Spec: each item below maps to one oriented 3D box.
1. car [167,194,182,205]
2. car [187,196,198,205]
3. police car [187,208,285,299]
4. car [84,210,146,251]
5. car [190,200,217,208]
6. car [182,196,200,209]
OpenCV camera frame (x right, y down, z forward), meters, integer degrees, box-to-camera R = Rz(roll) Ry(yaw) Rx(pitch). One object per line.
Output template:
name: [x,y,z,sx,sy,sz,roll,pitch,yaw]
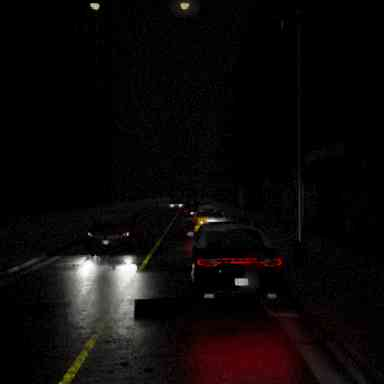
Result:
car: [-2.981,1.328,63.767,2.150,2.045,5.566,0,0,0]
car: [0.018,1.574,60.343,1.882,1.535,5.008,0,0,0]
police car: [0.903,1.430,8.619,1.930,1.638,5.238,0,0,0]
car: [-3.096,1.534,14.251,1.812,1.442,4.674,0,0,0]
car: [0.905,1.469,18.701,1.801,1.575,5.366,0,0,0]
car: [0.030,1.414,46.599,2.097,1.767,4.553,0,0,0]
